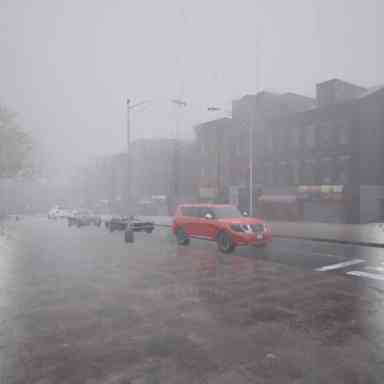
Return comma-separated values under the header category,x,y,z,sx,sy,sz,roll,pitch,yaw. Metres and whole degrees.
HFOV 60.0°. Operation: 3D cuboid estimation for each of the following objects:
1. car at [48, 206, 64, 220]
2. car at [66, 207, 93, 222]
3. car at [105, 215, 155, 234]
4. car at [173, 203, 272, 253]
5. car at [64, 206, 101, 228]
category,x,y,z,sx,sy,sz,roll,pitch,yaw
car,-20.634,3.198,51.508,2.150,2.045,5.566,0,-2,-35
car,-14.566,2.886,43.007,2.097,1.767,4.553,0,-2,-35
car,-4.532,2.290,23.854,1.895,1.301,4.718,0,-2,-36
car,1.182,1.565,15.849,2.150,2.045,5.566,0,-2,-35
car,-10.464,2.440,32.182,2.097,1.767,4.553,0,-2,-35
